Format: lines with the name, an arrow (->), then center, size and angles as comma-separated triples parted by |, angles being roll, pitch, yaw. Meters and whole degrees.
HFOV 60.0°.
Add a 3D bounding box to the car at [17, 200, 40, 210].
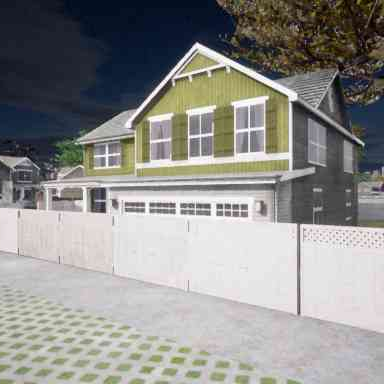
car -> -17.411, 1.603, 34.673 | 1.837, 1.490, 4.892 | 0, 0, 19
